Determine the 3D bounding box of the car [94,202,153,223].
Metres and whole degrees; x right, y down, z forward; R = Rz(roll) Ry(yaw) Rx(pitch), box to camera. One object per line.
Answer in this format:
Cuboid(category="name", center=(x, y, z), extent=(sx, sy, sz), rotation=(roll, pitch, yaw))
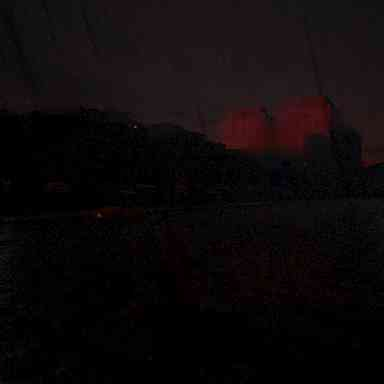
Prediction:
Cuboid(category="car", center=(-5.199, 1.513, 25.929), extent=(1.882, 1.535, 5.008), rotation=(1, 0, 36))
